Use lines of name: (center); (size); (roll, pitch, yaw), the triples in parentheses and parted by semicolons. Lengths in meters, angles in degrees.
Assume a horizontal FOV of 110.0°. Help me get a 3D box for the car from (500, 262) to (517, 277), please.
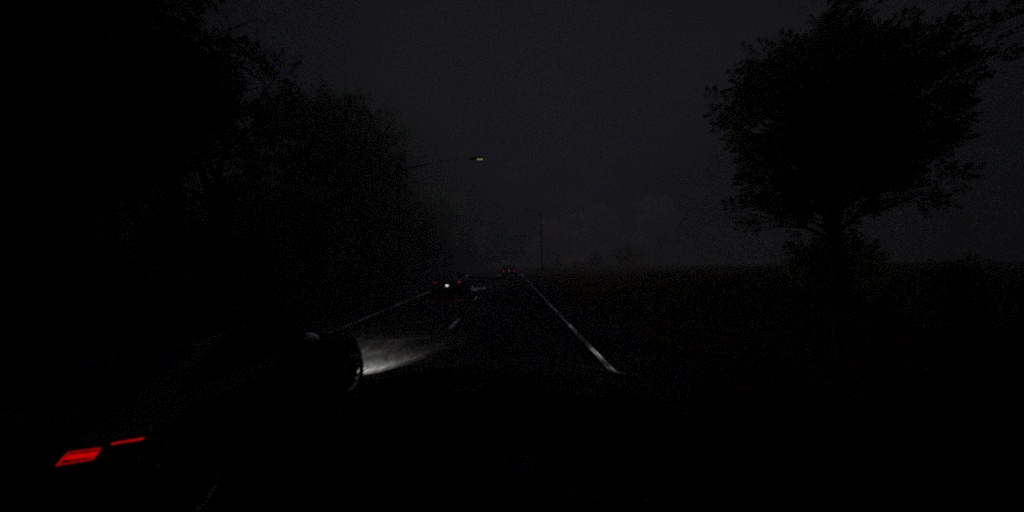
car: (-0.343, 1.681, 41.536); (2.033, 1.411, 5.357); (-2, -1, -1)

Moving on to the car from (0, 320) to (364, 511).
car: (-3.402, 1.437, 4.193); (1.994, 1.385, 4.181); (-2, -1, -1)

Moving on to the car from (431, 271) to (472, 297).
car: (-3.607, 1.608, 21.763); (1.994, 1.385, 4.181); (-2, -1, -1)
